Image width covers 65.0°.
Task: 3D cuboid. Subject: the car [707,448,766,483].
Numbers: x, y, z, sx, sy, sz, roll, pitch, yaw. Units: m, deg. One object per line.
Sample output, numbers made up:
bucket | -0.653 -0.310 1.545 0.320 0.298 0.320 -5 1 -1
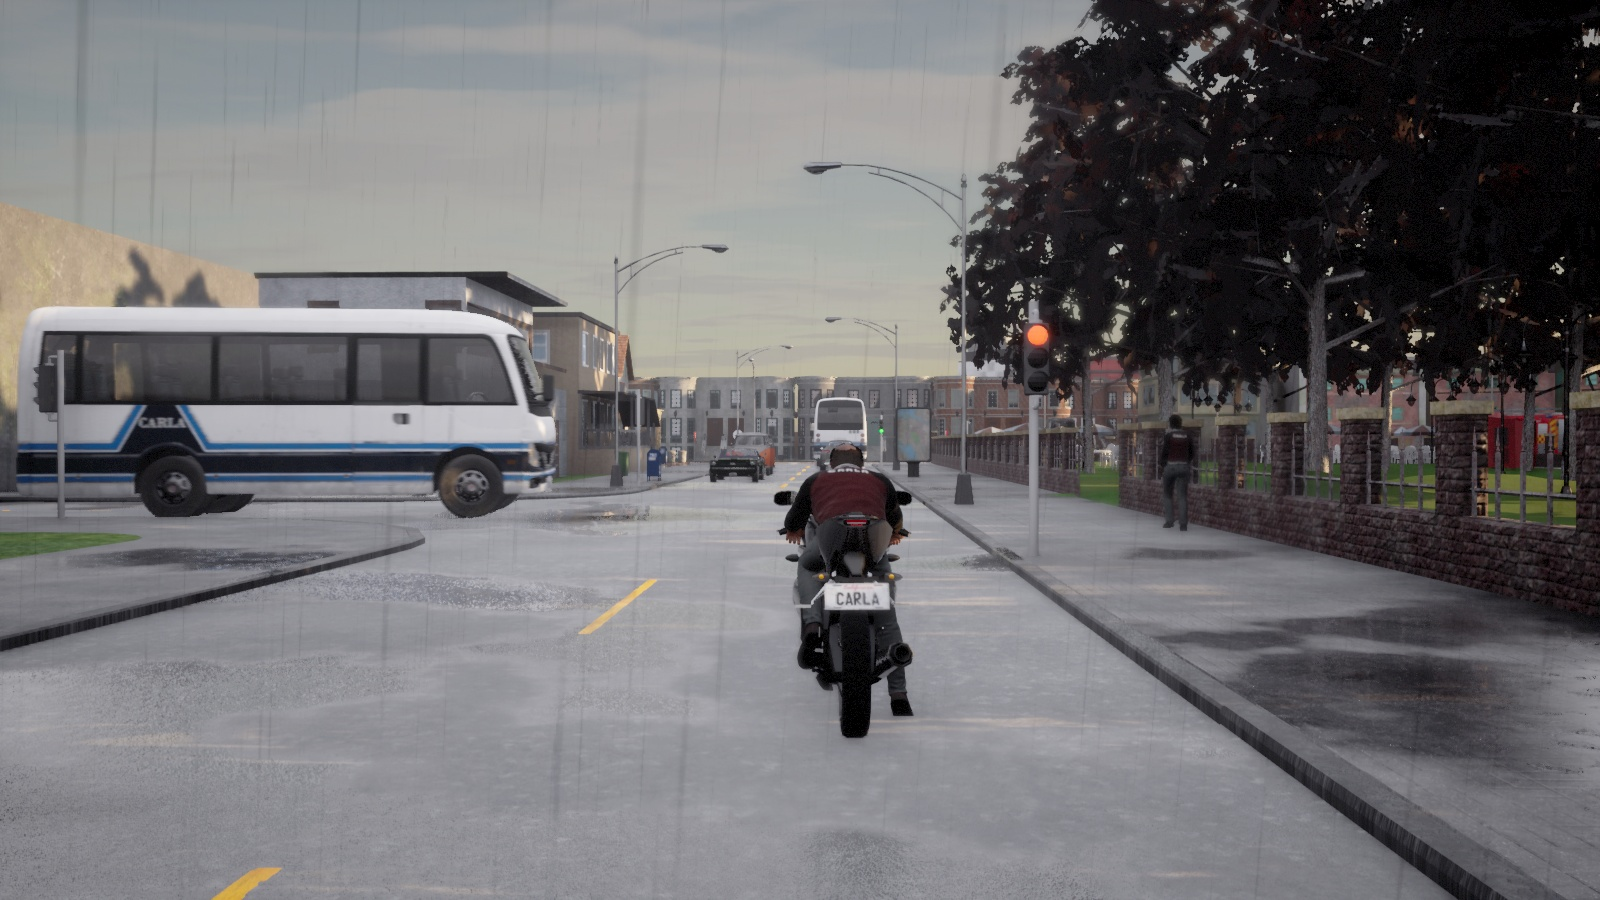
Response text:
car | -2.426 0.568 49.116 1.895 1.301 4.718 0 0 2

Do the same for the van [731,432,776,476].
van | -2.134 0.169 58.141 1.775 1.987 4.442 0 0 2

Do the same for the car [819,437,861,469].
car | 2.149 0.149 66.857 2.152 1.651 5.027 0 0 2

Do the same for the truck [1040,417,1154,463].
truck | 22.212 -0.750 94.248 7.936 3.462 2.891 0 0 2

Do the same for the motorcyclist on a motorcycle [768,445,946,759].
motorcyclist on a motorcycle | 0.271 0.741 7.237 0.866 1.530 2.191 0 0 0

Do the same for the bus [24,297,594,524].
bus | -9.603 -0.784 26.029 10.273 4.253 3.944 0 2 -6

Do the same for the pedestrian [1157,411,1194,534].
pedestrian | 5.952 0.348 19.911 0.402 1.930 0.666 0 0 2

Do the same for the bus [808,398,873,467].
bus | 2.631 -1.090 81.916 3.944 4.253 10.273 0 0 2
